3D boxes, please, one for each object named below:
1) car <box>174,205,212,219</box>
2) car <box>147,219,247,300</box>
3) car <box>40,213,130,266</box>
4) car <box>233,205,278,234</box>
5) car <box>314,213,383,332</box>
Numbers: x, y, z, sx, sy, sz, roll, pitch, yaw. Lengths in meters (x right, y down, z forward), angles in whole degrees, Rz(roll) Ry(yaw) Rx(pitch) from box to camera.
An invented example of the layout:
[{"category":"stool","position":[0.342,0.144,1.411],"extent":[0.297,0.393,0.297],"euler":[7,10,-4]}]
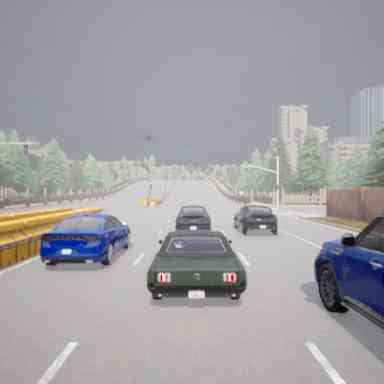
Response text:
[{"category":"car","position":[0.065,1.503,18.585],"extent":[1.837,1.490,4.892],"euler":[0,0,0]},{"category":"car","position":[0.085,1.600,8.348],"extent":[1.895,1.301,4.718],"euler":[0,0,0]},{"category":"car","position":[-3.423,1.476,11.542],"extent":[1.882,1.535,5.008],"euler":[0,0,0]},{"category":"car","position":[3.564,1.502,19.101],"extent":[1.837,1.490,4.892],"euler":[0,0,0]},{"category":"car","position":[3.596,1.213,4.508],"extent":[2.150,2.045,5.566],"euler":[0,-1,0]}]
